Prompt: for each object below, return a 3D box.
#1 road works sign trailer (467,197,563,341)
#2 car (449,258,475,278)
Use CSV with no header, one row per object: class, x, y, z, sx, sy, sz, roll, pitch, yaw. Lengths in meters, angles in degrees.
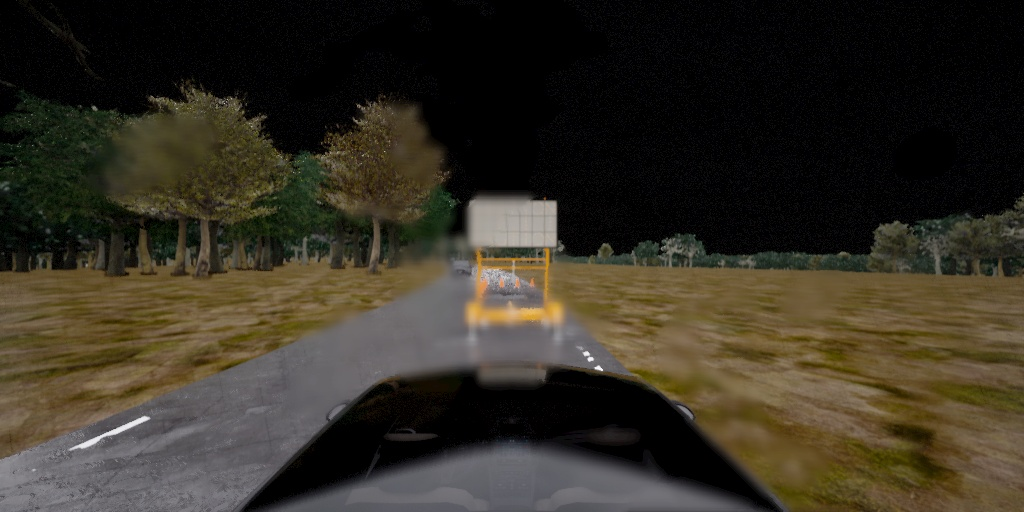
road works sign trailer,0.040,0.200,9.797,2.380,3.560,2.880,0,0,-2
car,-4.505,1.203,32.843,1.837,1.490,4.892,0,0,-6
